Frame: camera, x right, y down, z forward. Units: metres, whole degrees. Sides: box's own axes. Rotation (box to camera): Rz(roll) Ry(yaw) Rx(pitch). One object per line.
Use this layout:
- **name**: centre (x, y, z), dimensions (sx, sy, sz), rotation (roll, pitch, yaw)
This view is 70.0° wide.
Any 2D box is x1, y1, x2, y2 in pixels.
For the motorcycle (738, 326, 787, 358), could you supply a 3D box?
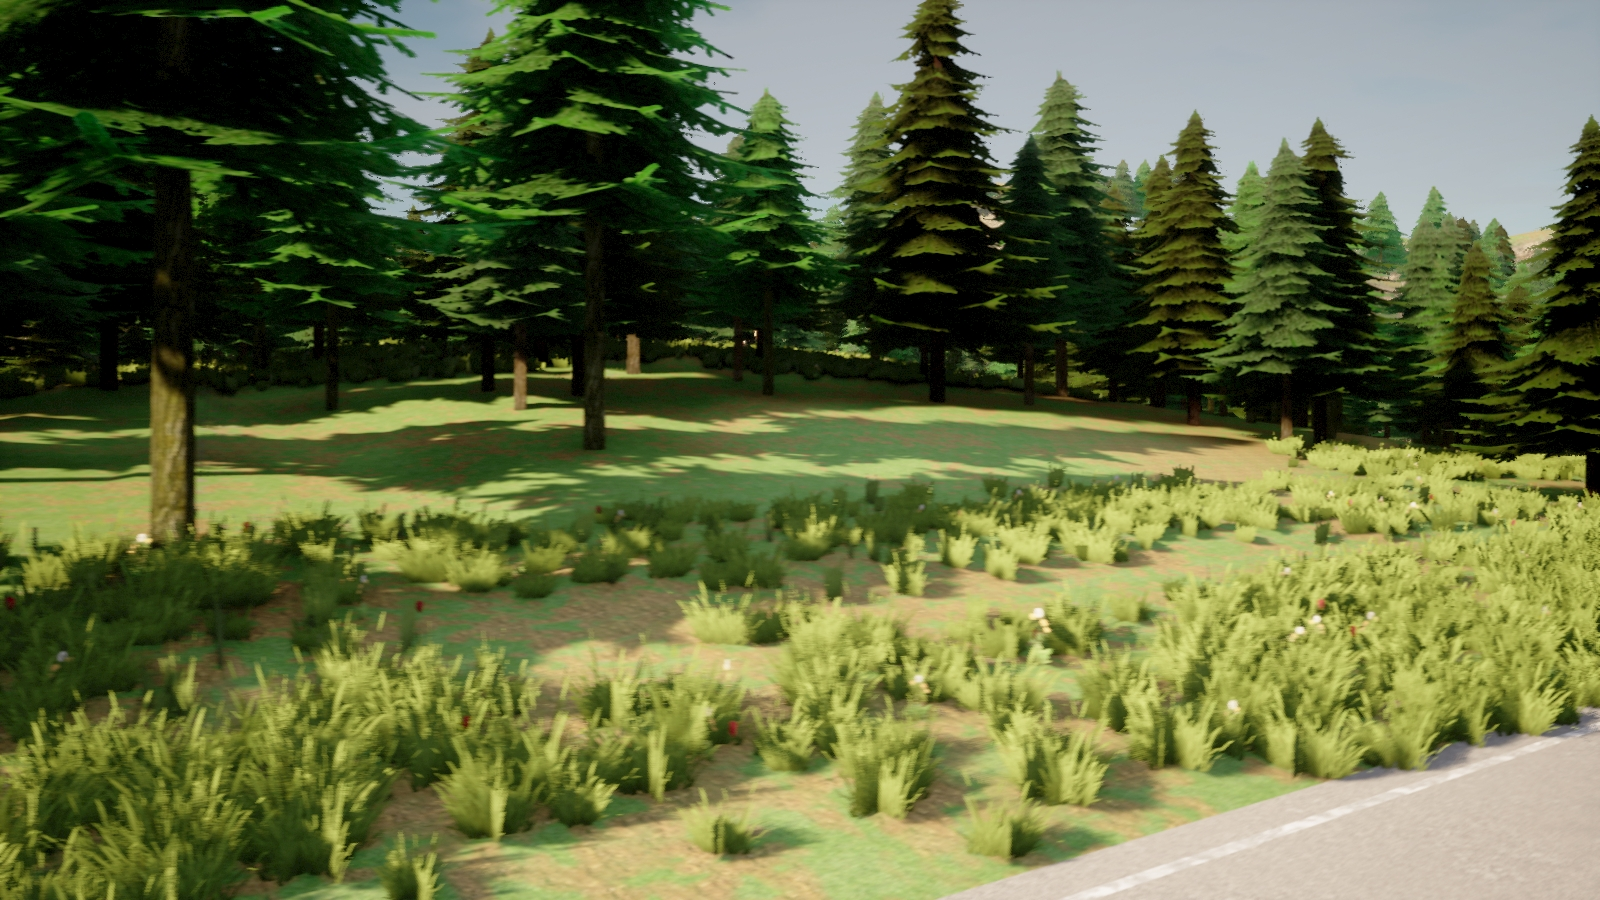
- **motorcycle**: centre (-1.798, -5.190, 55.026), dimensions (2.356, 1.277, 0.764), rotation (1, -2, -38)
